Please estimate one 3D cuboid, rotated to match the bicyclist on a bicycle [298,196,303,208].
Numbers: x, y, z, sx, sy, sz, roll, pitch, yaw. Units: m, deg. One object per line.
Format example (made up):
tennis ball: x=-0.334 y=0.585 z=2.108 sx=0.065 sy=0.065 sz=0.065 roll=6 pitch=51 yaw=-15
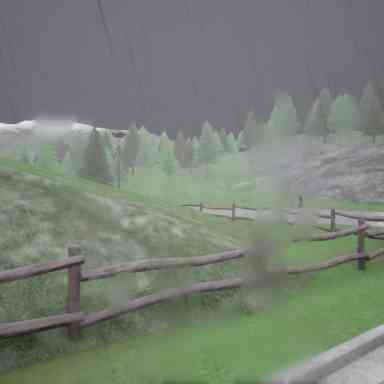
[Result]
bicyclist on a bicycle: x=14.321 y=1.301 z=43.832 sx=0.582 sy=1.620 sz=1.656 roll=0 pitch=0 yaw=34
